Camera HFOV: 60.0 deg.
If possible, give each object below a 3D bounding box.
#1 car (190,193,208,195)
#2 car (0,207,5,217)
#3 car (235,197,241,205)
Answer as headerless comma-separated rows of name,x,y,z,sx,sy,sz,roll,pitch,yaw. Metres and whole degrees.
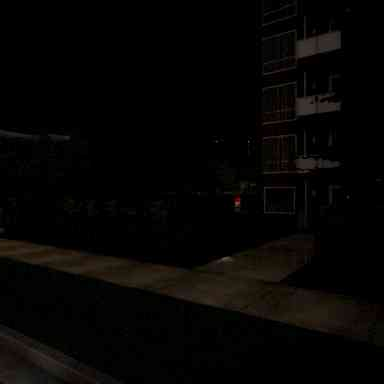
car,1.641,1.223,53.293,2.150,2.045,5.566,0,0,36
car,-16.776,1.601,27.874,1.895,1.301,4.718,0,0,36
car,9.302,1.478,58.069,1.882,1.535,5.008,0,0,36
